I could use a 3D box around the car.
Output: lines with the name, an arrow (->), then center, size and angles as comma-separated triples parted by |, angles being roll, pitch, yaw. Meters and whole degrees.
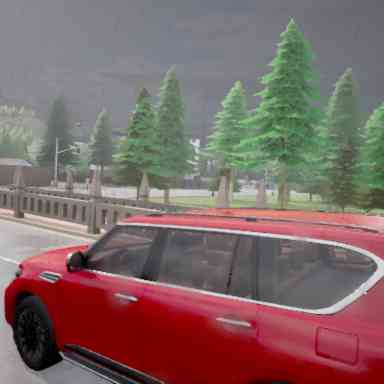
car -> 0.057, 1.208, 3.949 | 5.566, 2.045, 2.150 | 1, 1, 35
